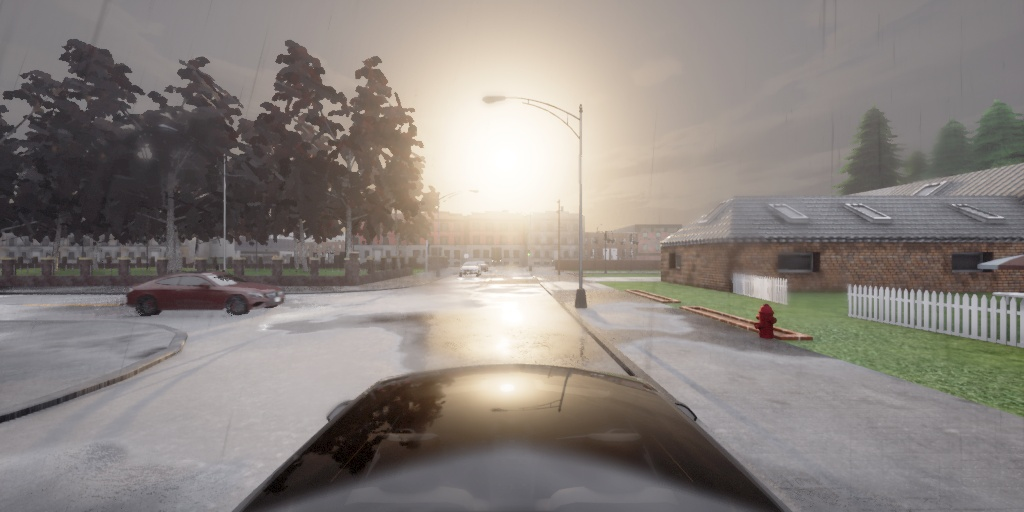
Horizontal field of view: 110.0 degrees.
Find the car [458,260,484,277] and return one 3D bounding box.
[{"bbox_3d":[-4.088,1.276,35.668,1.812,1.442,4.674,0,0,0],"label":"car"}]

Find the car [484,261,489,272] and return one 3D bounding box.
[{"bbox_3d":[-4.060,1.276,45.468,1.812,1.442,4.674,0,0,0],"label":"car"}]

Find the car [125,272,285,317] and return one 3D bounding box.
[{"bbox_3d":[-10.643,1.276,12.606,4.674,1.442,1.812,0,0,-3],"label":"car"}]
